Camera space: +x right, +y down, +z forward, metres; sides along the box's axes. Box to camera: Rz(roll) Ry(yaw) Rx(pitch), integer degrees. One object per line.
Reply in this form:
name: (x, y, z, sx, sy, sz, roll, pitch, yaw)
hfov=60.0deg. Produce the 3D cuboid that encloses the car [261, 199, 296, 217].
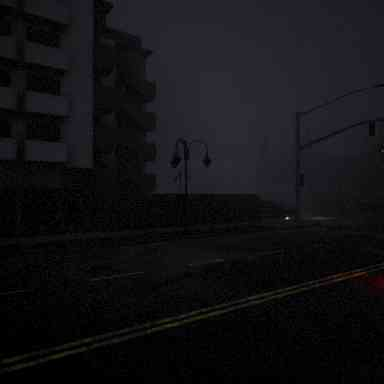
car: (7.834, 1.478, 32.203, 1.882, 1.535, 5.008, 0, 0, -38)
